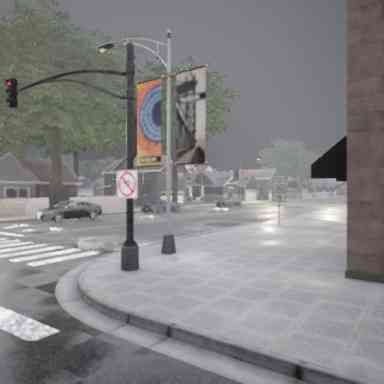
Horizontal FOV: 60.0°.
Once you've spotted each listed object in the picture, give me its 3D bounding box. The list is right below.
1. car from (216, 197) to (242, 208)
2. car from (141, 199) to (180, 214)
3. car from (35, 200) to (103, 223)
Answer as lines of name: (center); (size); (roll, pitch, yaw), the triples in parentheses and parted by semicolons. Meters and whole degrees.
car: (4.792, 1.305, 43.214); (1.994, 1.385, 4.181); (0, 0, 35)
car: (-3.002, 1.377, 32.254); (1.994, 1.385, 4.181); (0, 0, 35)
car: (-8.773, 1.361, 24.111); (2.128, 1.511, 4.902); (0, 0, 35)
